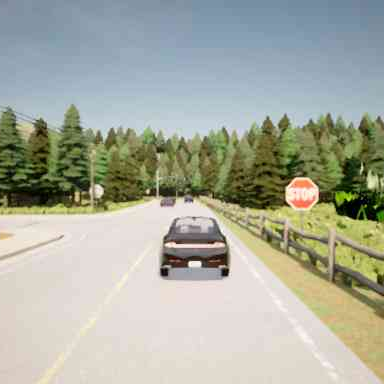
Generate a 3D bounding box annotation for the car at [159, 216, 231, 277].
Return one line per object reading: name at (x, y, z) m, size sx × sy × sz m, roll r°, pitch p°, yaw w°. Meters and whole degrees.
car at (0.078, 1.491, 10.237) m, size 2.128 × 1.511 × 4.902 m, roll 0°, pitch 0°, yaw 0°

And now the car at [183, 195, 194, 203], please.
car at (-0.639, 1.533, 68.841) m, size 1.812 × 1.442 × 4.674 m, roll 0°, pitch 0°, yaw -2°

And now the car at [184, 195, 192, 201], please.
car at (-0.923, 1.376, 79.139) m, size 1.837 × 1.490 × 4.892 m, roll 0°, pitch 0°, yaw -2°

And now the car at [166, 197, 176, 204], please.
car at (-4.060, 1.609, 65.160) m, size 1.895 × 1.301 × 4.718 m, roll 0°, pitch 0°, yaw -1°

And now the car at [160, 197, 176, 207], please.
car at (-3.678, 1.565, 49.384) m, size 1.994 × 1.385 × 4.181 m, roll 0°, pitch 0°, yaw -1°
